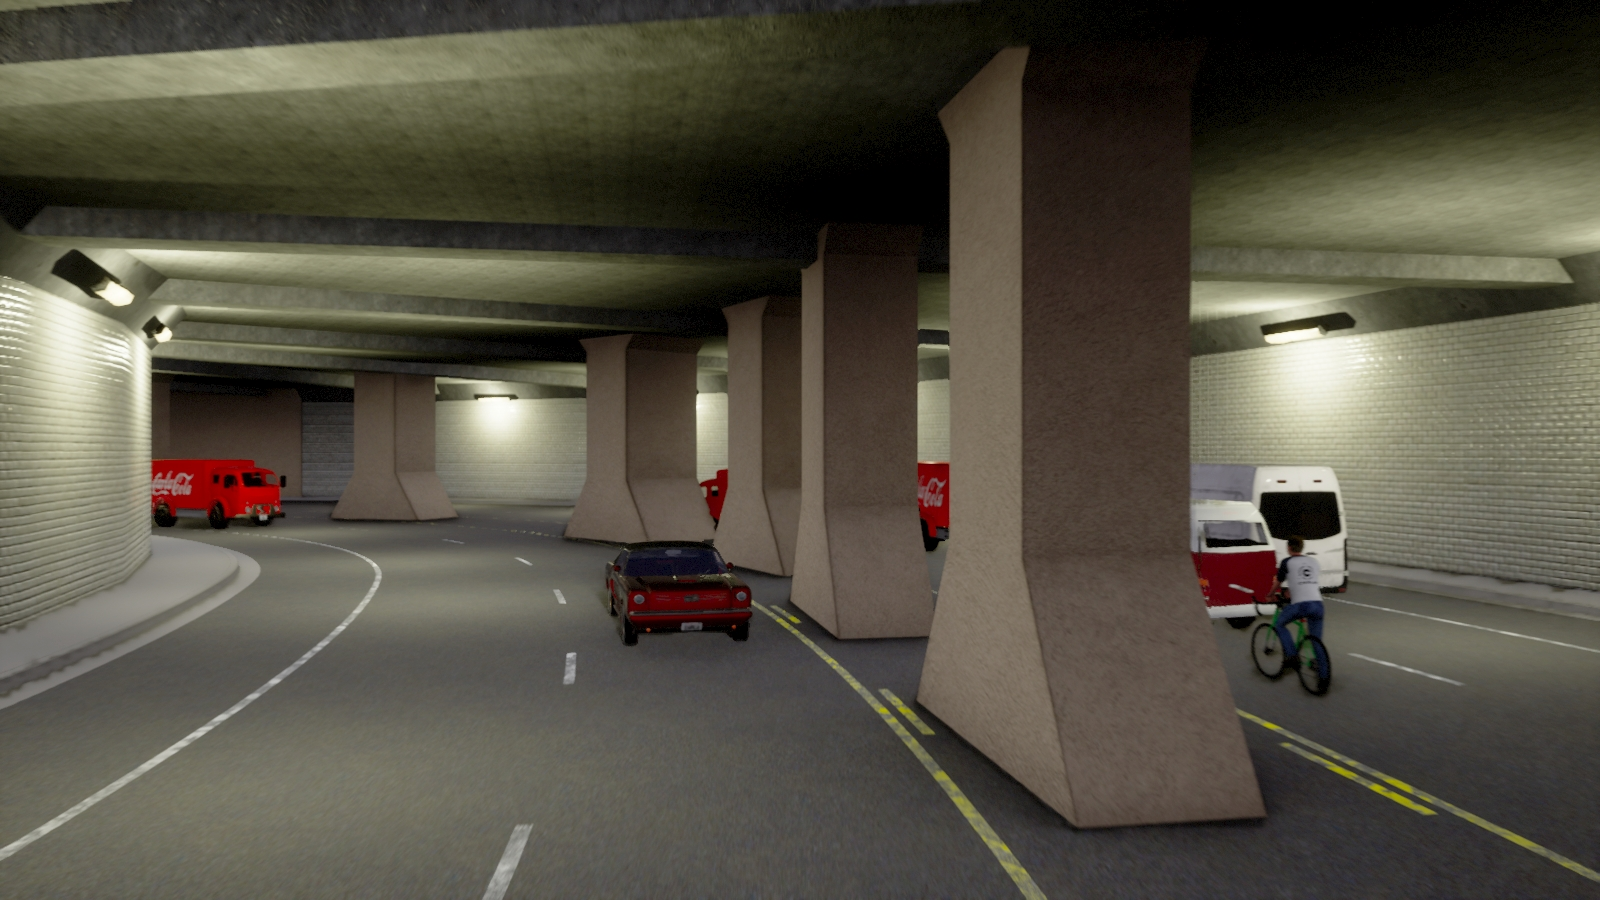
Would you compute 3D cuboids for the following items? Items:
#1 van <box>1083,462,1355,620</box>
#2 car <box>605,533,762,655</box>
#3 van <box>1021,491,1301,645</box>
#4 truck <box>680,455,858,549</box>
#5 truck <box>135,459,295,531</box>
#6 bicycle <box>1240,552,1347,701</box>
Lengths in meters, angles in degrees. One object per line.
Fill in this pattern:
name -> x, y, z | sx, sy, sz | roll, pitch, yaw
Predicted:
van -> 7.748, 1.533, 21.984 | 1.988, 2.561, 5.915 | 0, 0, -13
car -> -1.995, 2.155, 18.159 | 1.895, 1.301, 4.718 | 0, 0, -13
van -> 5.737, 1.782, 18.833 | 2.069, 2.038, 4.480 | 0, 0, -21
truck -> -1.064, 1.667, 36.038 | 2.627, 2.467, 5.204 | -8, 2, -41
truck -> -21.371, 1.570, 41.748 | 5.204, 2.467, 2.627 | 0, -1, 27
bicycle -> 5.825, 2.043, 13.578 | 0.373, 1.521, 1.643 | 0, 0, -7
